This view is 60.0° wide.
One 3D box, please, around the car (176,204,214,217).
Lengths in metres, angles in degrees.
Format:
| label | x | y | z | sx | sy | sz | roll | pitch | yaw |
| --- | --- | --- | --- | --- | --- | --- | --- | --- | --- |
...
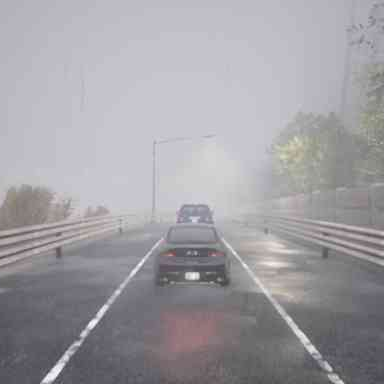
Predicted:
| label | x | y | z | sx | sy | sz | roll | pitch | yaw |
| --- | --- | --- | --- | --- | --- | --- | --- | --- | --- |
| car | 0.184 | 1.765 | 20.616 | 2.150 | 2.045 | 5.566 | 0 | -3 | 1 |

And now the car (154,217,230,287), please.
| label | x | y | z | sx | sy | sz | roll | pitch | yaw |
| --- | --- | --- | --- | --- | --- | --- | --- | --- | --- |
| car | 0.009 | 1.660 | 9.698 | 1.837 | 1.490 | 4.892 | 0 | -2 | 0 |

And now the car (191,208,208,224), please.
| label | x | y | z | sx | sy | sz | roll | pitch | yaw |
| --- | --- | --- | --- | --- | --- | --- | --- | --- | --- |
| car | 1.052 | 3.093 | 43.782 | 2.150 | 2.045 | 5.566 | 0 | -3 | 2 |
